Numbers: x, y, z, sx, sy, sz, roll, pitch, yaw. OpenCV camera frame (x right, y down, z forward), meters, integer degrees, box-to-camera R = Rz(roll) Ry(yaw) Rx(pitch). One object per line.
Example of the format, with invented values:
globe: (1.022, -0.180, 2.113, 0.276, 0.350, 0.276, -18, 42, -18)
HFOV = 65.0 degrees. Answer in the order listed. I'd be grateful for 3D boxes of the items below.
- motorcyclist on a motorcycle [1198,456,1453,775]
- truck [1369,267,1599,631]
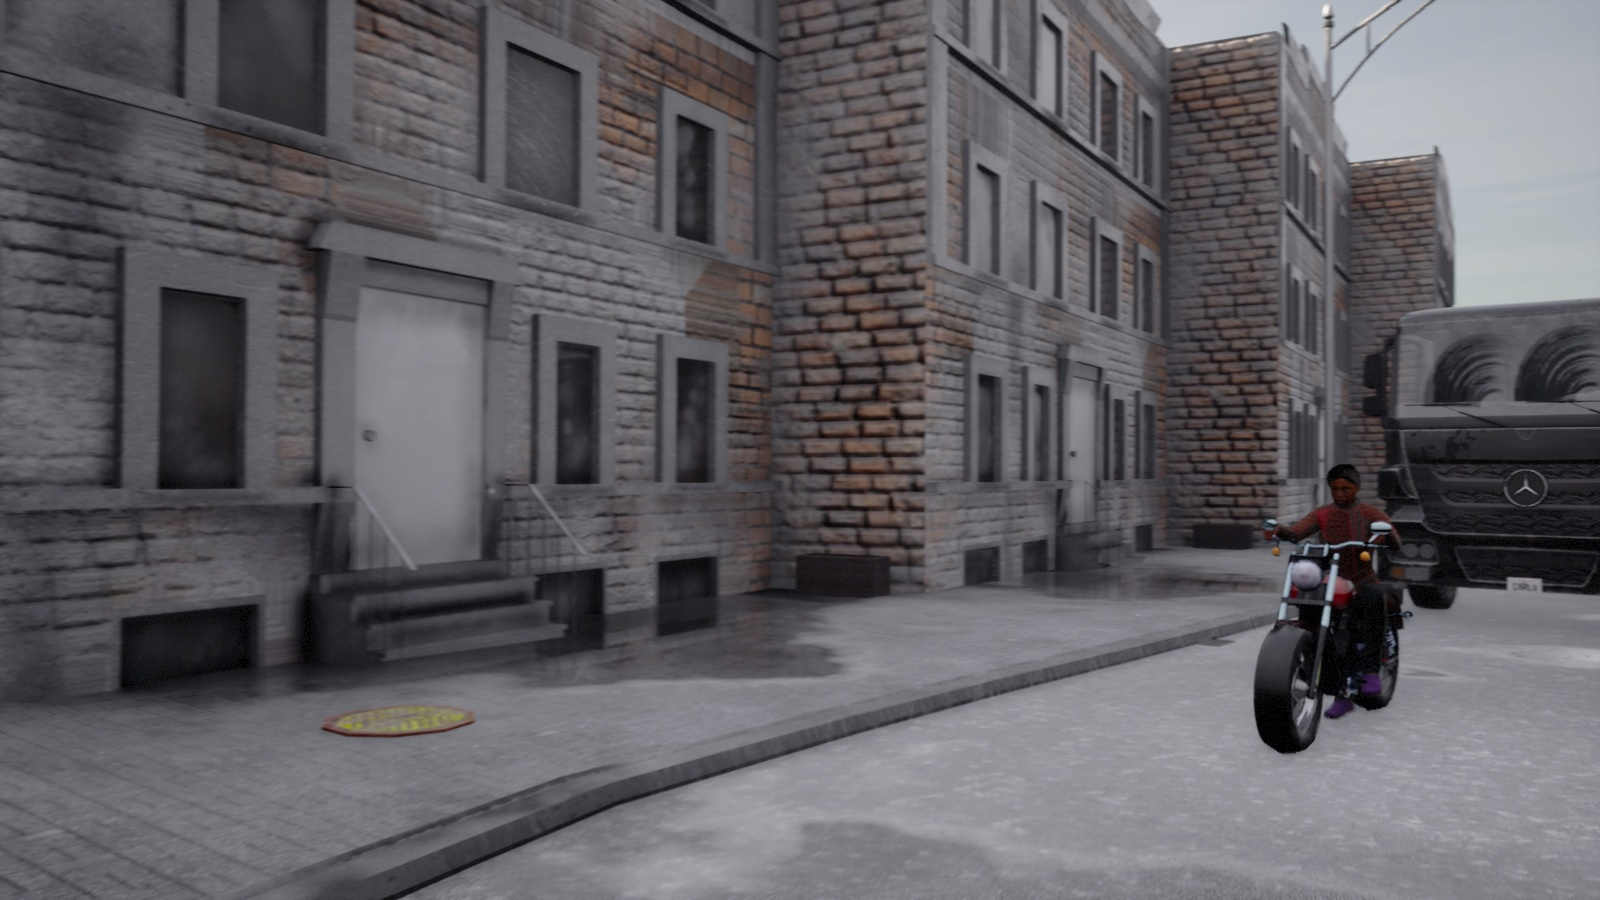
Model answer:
motorcyclist on a motorcycle: (3.270, 0.867, 7.655, 0.766, 1.649, 2.350, -1, -1, 40)
truck: (9.679, 0.030, 15.397, 2.891, 3.462, 7.936, -1, -1, 40)
